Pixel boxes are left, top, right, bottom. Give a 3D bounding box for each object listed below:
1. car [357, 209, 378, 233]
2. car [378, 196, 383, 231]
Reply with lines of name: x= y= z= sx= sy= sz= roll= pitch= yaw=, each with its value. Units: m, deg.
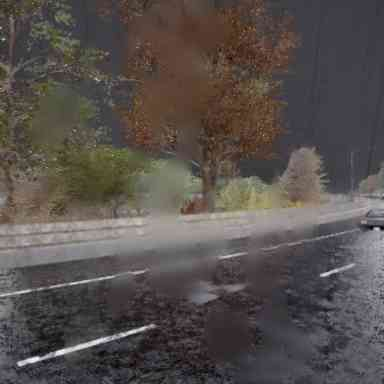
car: x=10.816 y=1.561 z=18.327 sx=1.895 sy=1.301 sz=4.718 roll=0 pitch=0 yaw=43
car: x=8.304 y=1.189 z=10.901 sx=5.566 sy=2.045 sz=2.150 roll=0 pitch=0 yaw=-43
